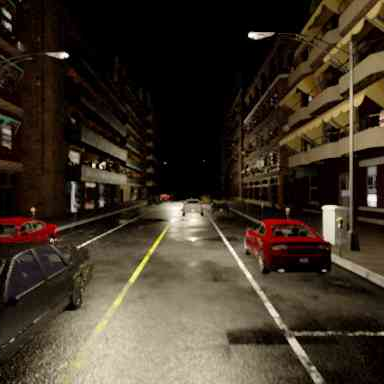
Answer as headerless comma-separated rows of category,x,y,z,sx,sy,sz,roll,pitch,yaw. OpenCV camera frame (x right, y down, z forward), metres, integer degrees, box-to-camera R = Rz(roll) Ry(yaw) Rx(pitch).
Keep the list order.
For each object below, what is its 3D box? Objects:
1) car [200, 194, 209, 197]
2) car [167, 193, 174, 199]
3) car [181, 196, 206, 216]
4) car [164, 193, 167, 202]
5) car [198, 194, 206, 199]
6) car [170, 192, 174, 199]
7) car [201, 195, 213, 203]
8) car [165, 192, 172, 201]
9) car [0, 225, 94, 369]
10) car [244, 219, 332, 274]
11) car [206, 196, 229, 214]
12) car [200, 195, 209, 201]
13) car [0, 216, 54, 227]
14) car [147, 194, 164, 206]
car,2.678,1.272,55.470,1.752,1.417,4.829,0,0,0
car,-5.710,1.117,88.949,1.752,1.417,4.829,0,0,0
car,0.080,1.387,30.773,1.812,1.442,4.674,0,0,0
car,-5.703,1.299,55.302,2.008,1.369,4.403,0,0,0
car,2.670,1.173,89.117,1.802,1.307,4.206,0,0,0
car,-5.707,0.958,77.846,2.192,1.841,5.009,0,0,0
car,2.676,1.287,60.936,1.947,1.339,4.313,0,0,0
car,-5.706,1.240,66.574,1.887,1.381,4.507,0,0,0
car,-3.053,1.525,4.984,2.033,1.411,5.357,0,0,1
car,2.688,1.498,10.211,1.887,1.381,4.507,0,0,0
car,2.683,1.402,32.755,2.008,1.369,4.403,0,0,0
car,2.674,1.251,72.209,1.802,1.307,4.206,0,0,0
car,-5.692,1.499,10.213,1.887,1.381,4.507,0,0,0
car,-5.701,1.325,49.665,2.008,1.369,4.403,0,0,0
